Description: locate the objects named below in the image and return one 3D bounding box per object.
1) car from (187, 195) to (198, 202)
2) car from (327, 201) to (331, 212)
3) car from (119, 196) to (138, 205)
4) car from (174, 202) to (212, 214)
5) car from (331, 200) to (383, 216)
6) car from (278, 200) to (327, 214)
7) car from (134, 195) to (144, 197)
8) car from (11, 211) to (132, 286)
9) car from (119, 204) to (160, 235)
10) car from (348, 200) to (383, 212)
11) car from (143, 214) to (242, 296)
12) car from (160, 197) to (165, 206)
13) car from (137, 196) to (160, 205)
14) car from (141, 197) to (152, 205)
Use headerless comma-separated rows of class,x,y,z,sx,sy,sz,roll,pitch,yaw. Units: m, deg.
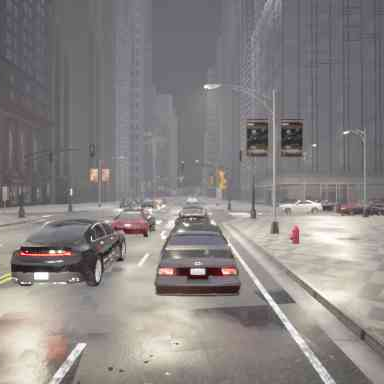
car,0.088,1.620,72.987,2.150,2.045,5.566,0,0,0
car,15.210,1.663,38.779,4.313,1.339,1.947,0,0,-1
car,-9.842,1.735,50.763,1.837,1.490,4.892,0,0,-2
car,0.059,1.543,18.534,1.837,1.490,4.892,0,0,1
car,15.335,1.577,30.256,4.206,1.307,1.802,0,0,-1
car,11.659,1.602,35.968,4.674,1.442,1.812,0,-1,-1
car,-9.778,1.522,60.783,2.150,2.045,5.566,0,0,0
car,-3.144,1.516,9.381,1.837,1.490,4.892,0,0,0
car,-3.138,1.601,18.282,1.994,1.385,4.181,0,0,0
car,20.850,1.644,38.863,4.313,1.339,1.947,0,0,-1
car,0.112,1.557,8.796,2.033,1.411,5.357,0,0,0
car,-6.531,1.648,60.157,2.097,1.767,4.553,0,0,0
car,-6.562,1.778,50.875,2.033,1.411,5.357,0,0,0
car,-9.704,1.906,71.129,1.812,1.442,4.674,0,0,0
